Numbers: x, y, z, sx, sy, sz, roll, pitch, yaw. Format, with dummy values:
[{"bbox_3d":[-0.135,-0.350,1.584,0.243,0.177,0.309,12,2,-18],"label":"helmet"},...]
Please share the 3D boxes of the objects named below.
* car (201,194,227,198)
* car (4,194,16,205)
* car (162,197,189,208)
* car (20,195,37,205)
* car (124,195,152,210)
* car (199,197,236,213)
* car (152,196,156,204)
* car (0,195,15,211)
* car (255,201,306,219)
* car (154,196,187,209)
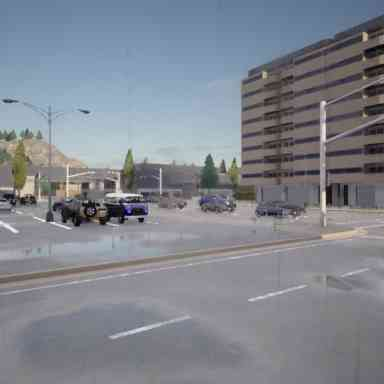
[{"bbox_3d":[3.201,1.277,42.606,2.150,2.045,5.566,0,0,-35],"label":"car"},{"bbox_3d":[-29.671,1.212,53.722,1.905,1.878,3.866,0,0,-35],"label":"car"},{"bbox_3d":[-2.635,1.560,50.838,1.837,1.490,4.892,0,0,-35],"label":"car"},{"bbox_3d":[-27.275,1.209,55.347,1.932,1.855,4.605,0,0,-35],"label":"car"},{"bbox_3d":[-8.710,1.656,53.387,1.895,1.301,4.718,0,0,-35],"label":"car"},{"bbox_3d":[2.832,1.619,37.091,1.994,1.385,4.181,0,0,-35],"label":"car"},{"bbox_3d":[-7.449,1.547,63.961,2.128,1.511,4.902,0,0,-35],"label":"car"},{"bbox_3d":[-21.807,1.451,37.892,1.970,1.475,3.806,0,0,-35],"label":"car"},{"bbox_3d":[7.700,1.619,30.239,1.994,1.385,4.181,0,0,-35],"label":"car"},{"bbox_3d":[-2.938,1.619,45.207,1.994,1.385,4.181,0,0,-35],"label":"car"}]
